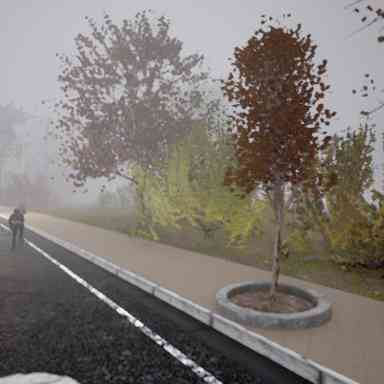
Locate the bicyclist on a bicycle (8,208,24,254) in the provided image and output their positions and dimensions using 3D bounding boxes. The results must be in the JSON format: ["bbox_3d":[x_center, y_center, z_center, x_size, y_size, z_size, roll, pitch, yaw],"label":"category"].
[{"bbox_3d":[-6.589,1.454,12.529,0.582,1.620,1.656,0,0,-35],"label":"bicyclist on a bicycle"}]
